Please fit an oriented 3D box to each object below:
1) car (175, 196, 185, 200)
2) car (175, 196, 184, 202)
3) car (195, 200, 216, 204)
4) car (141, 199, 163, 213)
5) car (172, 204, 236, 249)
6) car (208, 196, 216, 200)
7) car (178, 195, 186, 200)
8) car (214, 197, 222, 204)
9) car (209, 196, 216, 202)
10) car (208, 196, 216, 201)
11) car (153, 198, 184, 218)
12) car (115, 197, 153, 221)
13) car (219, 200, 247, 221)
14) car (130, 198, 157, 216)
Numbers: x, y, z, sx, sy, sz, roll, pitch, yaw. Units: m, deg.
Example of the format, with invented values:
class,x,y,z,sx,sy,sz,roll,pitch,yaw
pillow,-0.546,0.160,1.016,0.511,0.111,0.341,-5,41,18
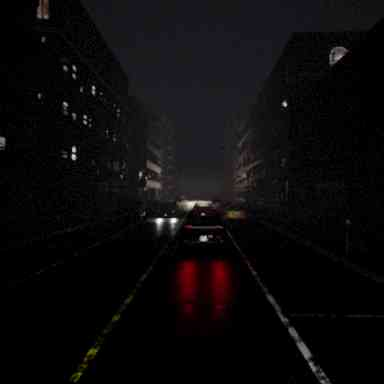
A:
class,x,y,z,sx,sy,sz,roll,pitch,yaw
car,-3.366,1.654,78.298,2.008,1.369,4.403,1,0,2
car,-3.197,1.663,83.933,2.008,1.369,4.403,1,0,2
car,1.003,1.657,31.007,1.895,1.301,4.718,0,0,2
car,-4.553,1.584,38.864,1.887,1.381,4.507,1,0,2
car,0.509,1.519,14.600,2.128,1.511,4.902,0,0,2
car,4.502,1.672,61.141,2.008,1.369,4.403,1,0,2
car,-2.857,1.675,95.200,1.887,1.381,4.507,1,0,2
car,3.823,1.628,38.607,1.887,1.381,4.507,1,0,2
car,5.186,1.682,83.846,1.752,1.417,4.829,1,0,2
car,5.349,1.731,89.310,1.947,1.339,4.313,1,0,2
car,-2.164,1.587,31.129,2.033,1.411,5.357,0,0,2
car,-4.890,1.335,27.596,2.192,1.841,5.009,1,0,2
car,3.490,1.589,27.510,1.752,1.417,4.829,1,0,2
car,-4.722,1.469,33.229,1.967,1.590,4.097,1,0,2
